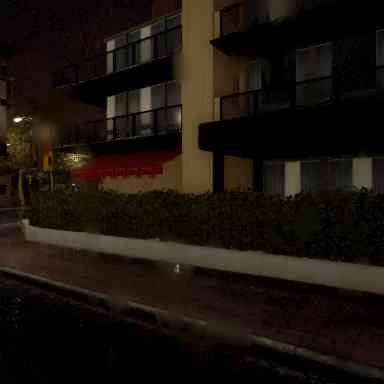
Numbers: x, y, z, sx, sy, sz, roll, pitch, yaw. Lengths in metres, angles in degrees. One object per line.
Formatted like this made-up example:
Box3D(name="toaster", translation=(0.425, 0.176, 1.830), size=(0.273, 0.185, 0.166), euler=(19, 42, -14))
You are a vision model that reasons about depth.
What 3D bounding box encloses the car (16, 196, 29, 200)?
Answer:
Box3D(name="car", translation=(-36.129, 1.481, 67.948), size=(4.892, 1.521, 2.231), euler=(0, 0, 36))
